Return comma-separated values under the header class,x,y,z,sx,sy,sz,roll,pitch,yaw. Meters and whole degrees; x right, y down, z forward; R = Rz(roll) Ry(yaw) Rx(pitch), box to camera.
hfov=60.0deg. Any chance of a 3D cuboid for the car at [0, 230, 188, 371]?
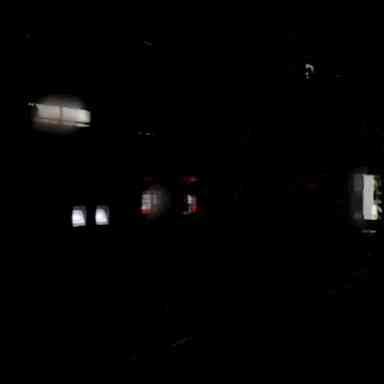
class,x,y,z,sx,sy,sz,roll,pitch,yaw
car,-2.151,1.458,5.017,4.097,1.590,1.967,0,0,-37
